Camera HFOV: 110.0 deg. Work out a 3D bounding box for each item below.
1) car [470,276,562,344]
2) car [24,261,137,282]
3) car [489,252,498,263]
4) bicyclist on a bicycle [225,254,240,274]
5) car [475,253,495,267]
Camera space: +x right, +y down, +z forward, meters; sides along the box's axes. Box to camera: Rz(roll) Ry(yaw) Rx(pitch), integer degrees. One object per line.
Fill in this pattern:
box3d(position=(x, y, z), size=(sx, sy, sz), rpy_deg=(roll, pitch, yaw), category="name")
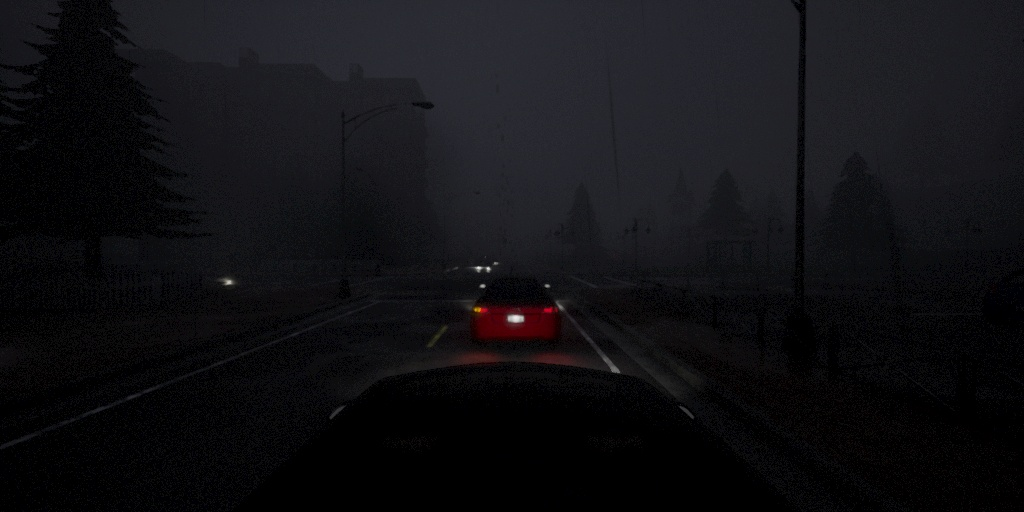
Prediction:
box3d(position=(0.078, 1.198, 9.213), size=(1.994, 1.385, 4.181), rpy_deg=(0, 1, 0), category="car")
box3d(position=(-26.375, 0.999, 21.975), size=(5.357, 1.411, 2.033), rpy_deg=(0, 1, 0), category="car")
box3d(position=(-3.529, 0.182, 61.160), size=(2.097, 1.767, 4.553), rpy_deg=(0, 1, 0), category="car")
box3d(position=(-22.963, 0.636, 29.479), size=(0.582, 1.620, 1.656), rpy_deg=(0, 1, -1), category="bicyclist on a bicycle")
box3d(position=(-3.566, 0.630, 45.925), size=(1.994, 1.385, 4.181), rpy_deg=(0, 1, 0), category="car")
